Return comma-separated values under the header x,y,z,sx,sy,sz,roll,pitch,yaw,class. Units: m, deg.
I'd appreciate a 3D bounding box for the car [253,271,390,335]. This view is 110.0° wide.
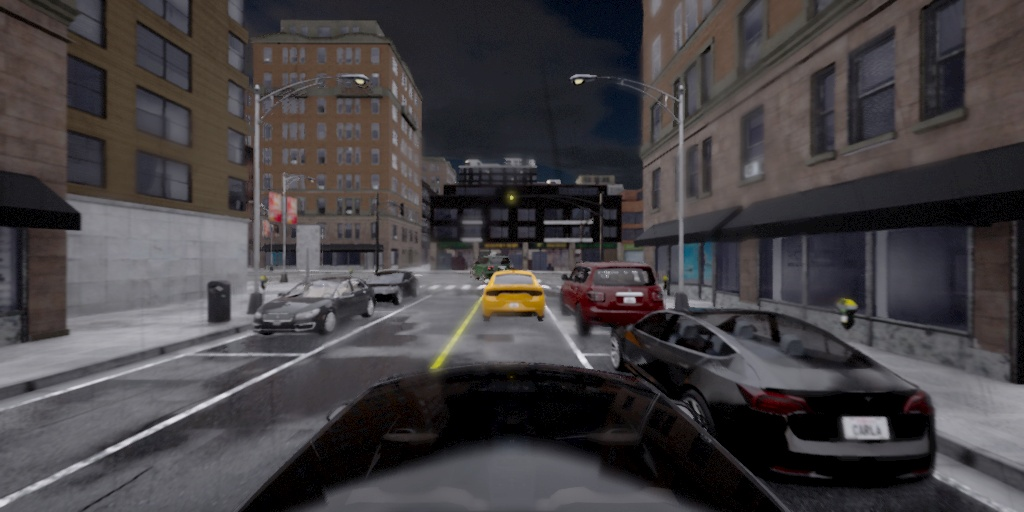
x,y,z,sx,sy,sz,roll,pitch,yaw,class
-5.395,1.309,10.403,2.007,1.370,4.403,0,0,0,car

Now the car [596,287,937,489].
x,y,z,sx,sy,sz,roll,pitch,yaw,class
2.635,1.319,4.748,1.948,1.339,4.313,0,0,0,car

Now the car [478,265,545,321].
x,y,z,sx,sy,sz,roll,pitch,yaw,class
0.039,1.238,12.558,1.882,1.535,5.008,0,0,-1,car

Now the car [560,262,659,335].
x,y,z,sx,sy,sz,roll,pitch,yaw,class
2.630,1.073,10.411,2.192,1.841,5.009,0,0,0,car

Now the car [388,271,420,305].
x,y,z,sx,sy,sz,roll,pitch,yaw,class
-5.401,1.330,16.065,1.948,1.339,4.313,0,0,0,car

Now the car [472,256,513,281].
x,y,z,sx,sy,sz,roll,pitch,yaw,class
-1.543,1.000,28.084,2.150,2.045,5.566,1,0,-18,car
